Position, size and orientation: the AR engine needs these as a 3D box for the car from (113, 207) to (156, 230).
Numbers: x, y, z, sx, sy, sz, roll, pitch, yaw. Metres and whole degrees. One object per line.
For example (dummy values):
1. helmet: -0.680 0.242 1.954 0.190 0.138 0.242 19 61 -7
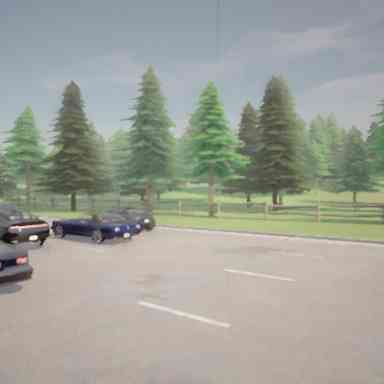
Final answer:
1. car: -4.154 1.588 19.829 4.181 1.385 1.994 0 0 36

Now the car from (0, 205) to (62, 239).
1. car: -7.935 1.515 13.929 4.902 1.511 2.128 0 0 36

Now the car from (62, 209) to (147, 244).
1. car: -4.667 1.622 15.893 4.718 1.301 1.895 0 0 36

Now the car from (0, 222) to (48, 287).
1. car: -6.106 1.563 8.301 5.357 1.411 2.033 0 0 36

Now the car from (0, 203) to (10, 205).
1. car: -16.877 1.613 28.903 4.181 1.385 1.994 0 0 36
